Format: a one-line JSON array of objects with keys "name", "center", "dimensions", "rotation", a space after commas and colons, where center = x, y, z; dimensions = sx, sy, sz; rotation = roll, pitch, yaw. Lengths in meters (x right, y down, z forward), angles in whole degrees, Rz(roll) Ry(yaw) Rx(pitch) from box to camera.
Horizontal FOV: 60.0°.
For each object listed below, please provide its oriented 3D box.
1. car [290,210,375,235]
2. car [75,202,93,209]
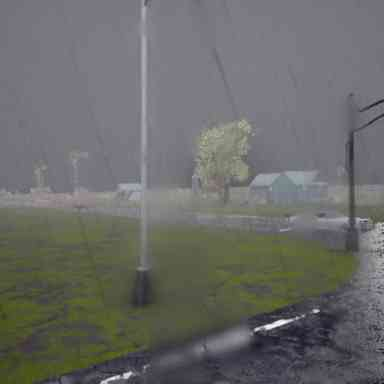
[{"name": "car", "center": [8.543, 1.800, 20.571], "dimensions": [1.895, 1.301, 4.718], "rotation": [-1, 0, -36]}, {"name": "car", "center": [-19.276, 2.439, 59.392], "dimensions": [1.895, 1.301, 4.718], "rotation": [-1, 0, -36]}]
